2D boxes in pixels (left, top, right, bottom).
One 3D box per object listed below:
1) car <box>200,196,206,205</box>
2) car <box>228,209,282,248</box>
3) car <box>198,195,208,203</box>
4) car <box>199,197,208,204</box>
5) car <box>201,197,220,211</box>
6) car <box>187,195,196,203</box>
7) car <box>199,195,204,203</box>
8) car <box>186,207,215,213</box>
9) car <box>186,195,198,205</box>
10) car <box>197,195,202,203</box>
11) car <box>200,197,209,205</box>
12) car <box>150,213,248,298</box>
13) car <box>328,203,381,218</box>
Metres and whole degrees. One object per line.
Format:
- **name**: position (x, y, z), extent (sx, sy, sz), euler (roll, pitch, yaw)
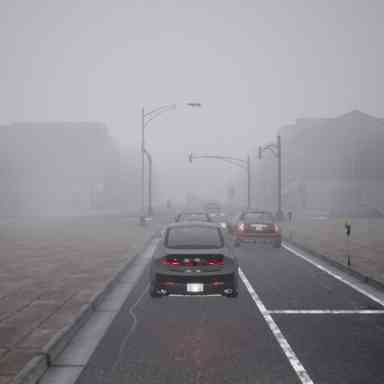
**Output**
- **car**: position (2.557, 1.705, 47.135), extent (1.947, 1.339, 4.313), euler (1, 0, 0)
- **car**: position (2.630, 1.457, 14.952), extent (1.967, 1.590, 4.097), euler (2, 0, 0)
- **car**: position (2.494, 1.735, 79.763), extent (2.192, 1.841, 5.009), euler (1, -1, 0)
- **car**: position (2.501, 1.892, 74.492), extent (1.752, 1.417, 4.829), euler (1, -1, 0)
- **car**: position (2.569, 1.673, 41.698), extent (1.947, 1.339, 4.313), euler (1, 0, 0)
- **car**: position (-0.170, 1.676, 82.654), extent (2.150, 2.045, 5.566), euler (0, -1, 0)
- **car**: position (2.547, 1.703, 52.742), extent (1.752, 1.417, 4.829), euler (1, 0, 0)
- **car**: position (0.060, 1.619, 16.032), extent (1.895, 1.301, 4.718), euler (0, 0, 0)
- **car**: position (-0.036, 1.521, 67.105), extent (2.150, 2.045, 5.566), euler (0, 0, 1)
- **car**: position (2.523, 1.830, 63.447), extent (1.947, 1.339, 4.313), euler (1, -1, 0)
- **car**: position (2.512, 1.840, 69.054), extent (1.752, 1.417, 4.829), euler (1, -1, 0)
- **car**: position (0.022, 1.512, 8.541), extent (1.837, 1.490, 4.892), euler (0, 0, -1)
- **car**: position (14.502, 1.631, 29.804), extent (4.181, 1.385, 1.994), euler (0, -2, 0)
